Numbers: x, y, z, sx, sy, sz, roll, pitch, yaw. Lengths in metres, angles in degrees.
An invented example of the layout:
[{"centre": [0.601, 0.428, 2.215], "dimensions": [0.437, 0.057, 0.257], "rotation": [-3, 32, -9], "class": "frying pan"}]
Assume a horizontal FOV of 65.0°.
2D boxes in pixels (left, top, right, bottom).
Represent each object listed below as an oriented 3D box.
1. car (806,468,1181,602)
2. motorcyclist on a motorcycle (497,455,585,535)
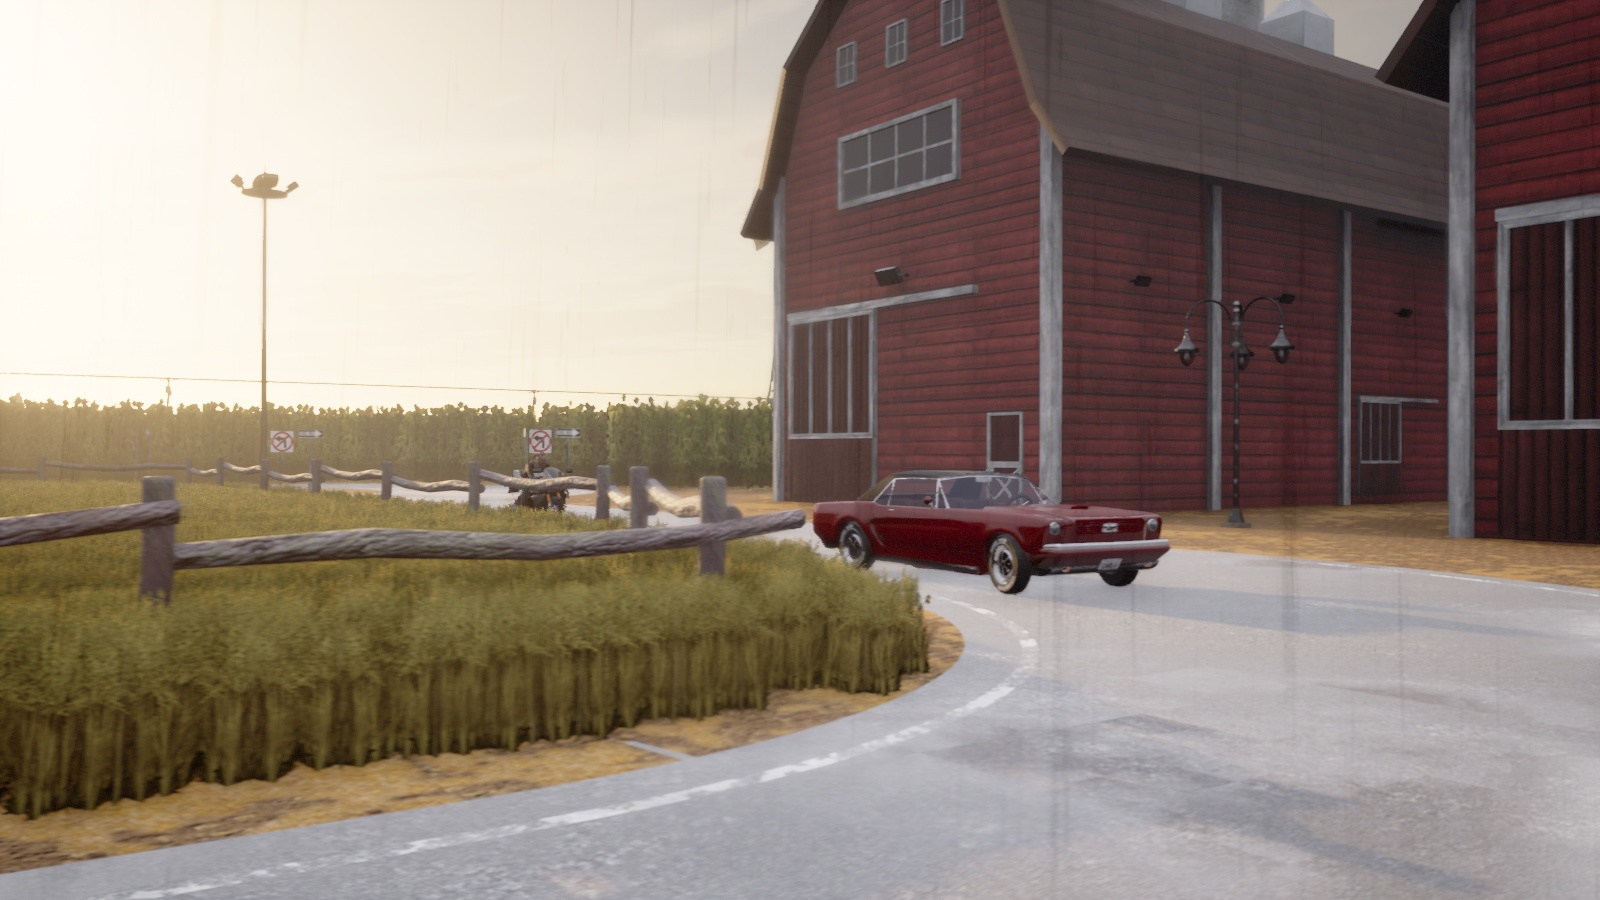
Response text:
[{"centre": [2.115, 0.896, 15.228], "dimensions": [1.895, 1.301, 4.718], "rotation": [0, 0, -31], "class": "car"}, {"centre": [-5.208, 0.871, 25.179], "dimensions": [0.866, 1.530, 2.191], "rotation": [0, 0, -37], "class": "motorcyclist on a motorcycle"}]
